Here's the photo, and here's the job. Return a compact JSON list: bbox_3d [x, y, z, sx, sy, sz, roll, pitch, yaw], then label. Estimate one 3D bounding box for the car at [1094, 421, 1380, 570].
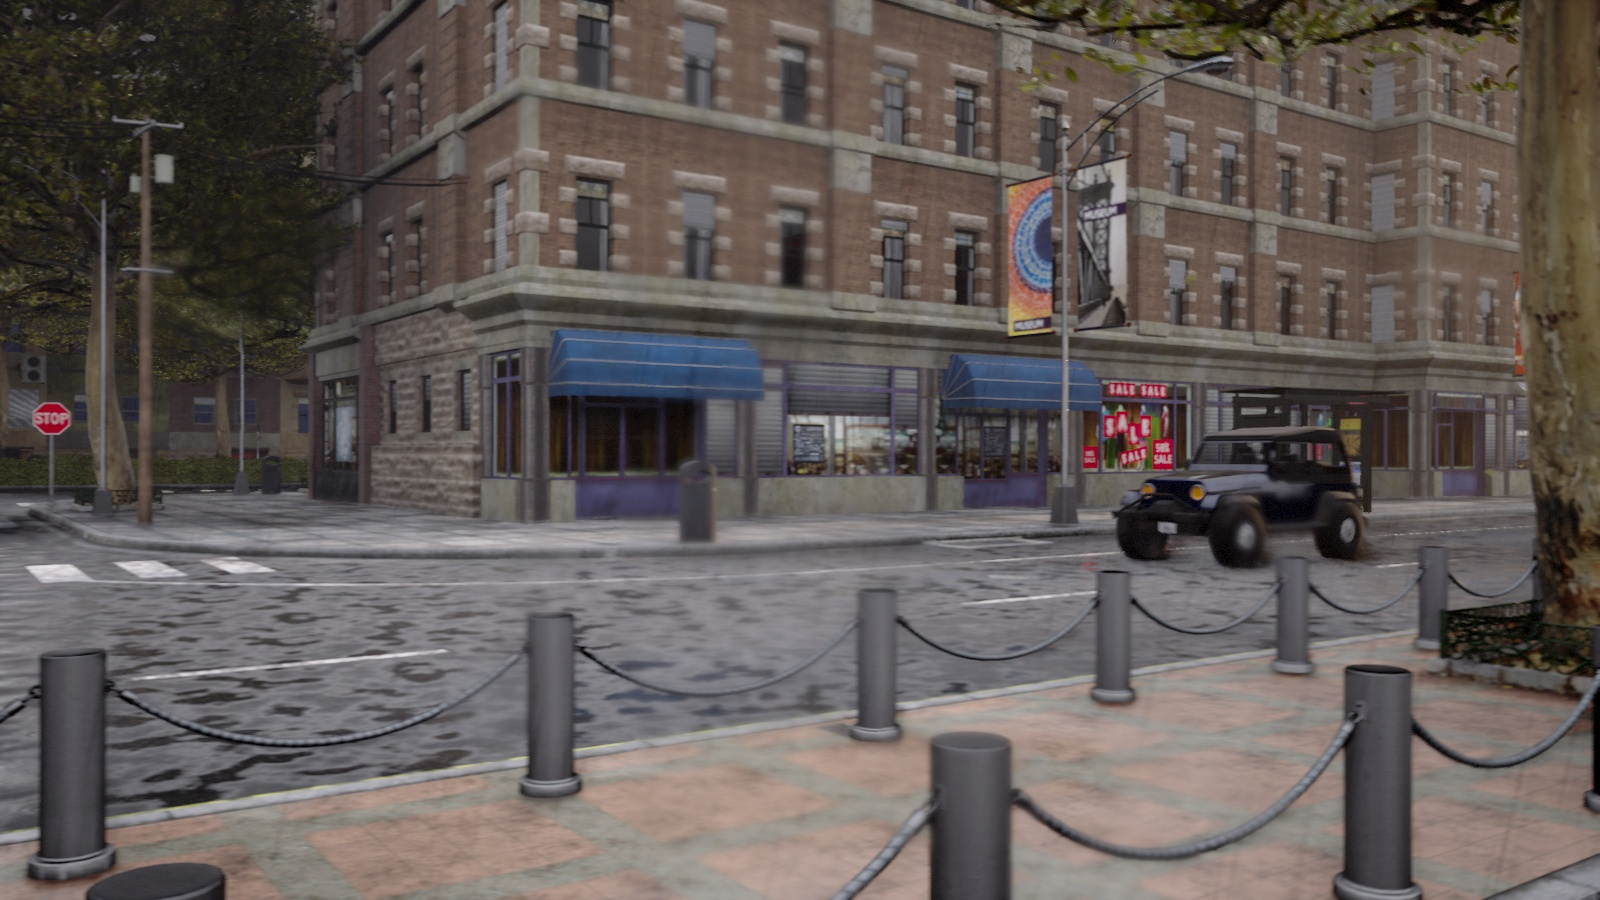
[{"bbox_3d":[6.211,0.571,17.730,3.866,1.878,1.905,0,0,-35],"label":"car"}]
